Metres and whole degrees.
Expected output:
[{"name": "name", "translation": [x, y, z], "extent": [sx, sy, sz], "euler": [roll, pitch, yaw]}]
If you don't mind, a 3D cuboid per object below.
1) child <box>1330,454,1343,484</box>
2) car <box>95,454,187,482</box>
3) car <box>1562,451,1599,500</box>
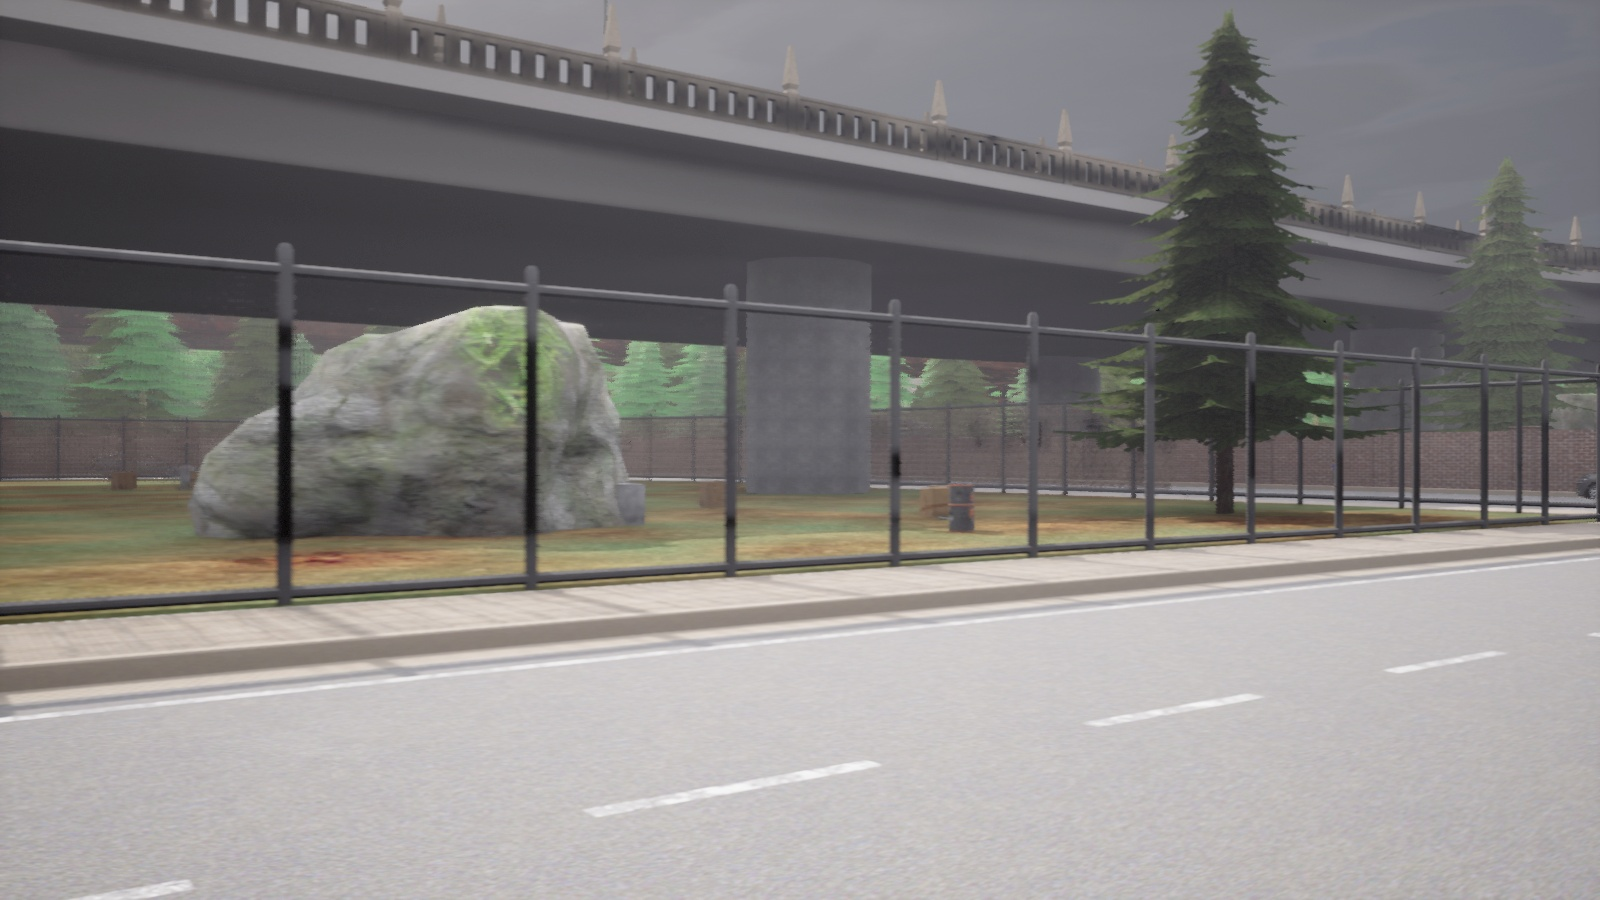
[{"name": "child", "translation": [23.192, 0.823, 54.327], "extent": [0.270, 1.263, 0.437], "euler": [0, 0, -36]}, {"name": "car", "translation": [-37.293, 1.000, 71.091], "extent": [4.514, 1.525, 2.007], "euler": [0, 0, -32]}, {"name": "car", "translation": [26.267, 0.794, 38.126], "extent": [2.128, 1.511, 4.902], "euler": [0, 0, -33]}]
